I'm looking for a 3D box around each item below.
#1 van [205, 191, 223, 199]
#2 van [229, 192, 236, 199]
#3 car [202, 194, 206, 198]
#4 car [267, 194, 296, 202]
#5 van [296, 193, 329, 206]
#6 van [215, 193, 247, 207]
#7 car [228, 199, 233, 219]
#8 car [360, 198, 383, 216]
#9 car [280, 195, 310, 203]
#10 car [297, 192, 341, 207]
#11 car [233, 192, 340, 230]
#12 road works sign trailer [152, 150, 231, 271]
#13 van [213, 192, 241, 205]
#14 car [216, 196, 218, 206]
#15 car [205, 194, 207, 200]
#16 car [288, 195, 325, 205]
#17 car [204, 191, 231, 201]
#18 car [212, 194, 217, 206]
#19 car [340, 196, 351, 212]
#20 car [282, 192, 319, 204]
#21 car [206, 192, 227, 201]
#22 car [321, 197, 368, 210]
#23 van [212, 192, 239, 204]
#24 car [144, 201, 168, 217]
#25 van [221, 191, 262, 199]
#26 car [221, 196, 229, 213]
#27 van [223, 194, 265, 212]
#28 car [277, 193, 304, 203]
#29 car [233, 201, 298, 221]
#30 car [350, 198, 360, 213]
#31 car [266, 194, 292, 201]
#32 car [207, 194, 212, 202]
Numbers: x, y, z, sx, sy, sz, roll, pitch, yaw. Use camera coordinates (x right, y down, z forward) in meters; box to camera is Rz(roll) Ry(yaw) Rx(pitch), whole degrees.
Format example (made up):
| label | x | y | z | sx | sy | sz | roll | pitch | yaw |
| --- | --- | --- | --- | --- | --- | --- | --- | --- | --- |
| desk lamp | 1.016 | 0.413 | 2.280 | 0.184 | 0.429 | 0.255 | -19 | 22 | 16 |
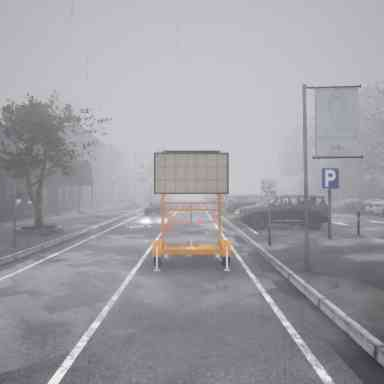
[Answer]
| label | x | y | z | sx | sy | sz | roll | pitch | yaw |
| --- | --- | --- | --- | --- | --- | --- | --- | --- | --- |
| van | 5.362 | 0.807 | 82.252 | 4.442 | 1.987 | 1.878 | 0 | 1 | 0 |
| van | 5.780 | 1.220 | 28.985 | 4.442 | 1.987 | 1.878 | 0 | 0 | 0 |
| car | 5.498 | 0.917 | 68.236 | 5.566 | 2.045 | 2.435 | 0 | 1 | 0 |
| car | 18.420 | 1.162 | 68.682 | 5.366 | 1.575 | 1.946 | 0 | 1 | 0 |
| van | 18.780 | 1.100 | 52.028 | 4.442 | 1.987 | 1.878 | 0 | 1 | 0 |
| van | 5.712 | 1.131 | 48.617 | 4.442 | 1.987 | 1.878 | 0 | 0 | 0 |
| car | 5.497 | 1.453 | 23.378 | 5.366 | 1.575 | 1.946 | 0 | 0 | 0 |
| car | 18.711 | 1.194 | 29.817 | 5.566 | 2.045 | 2.435 | 0 | 0 | 0 |
| car | 18.605 | 1.275 | 60.356 | 4.792 | 1.488 | 2.163 | 0 | 1 | 0 |
| car | 18.701 | 1.101 | 49.251 | 5.566 | 2.045 | 2.435 | 0 | 1 | 0 |
| car | 5.664 | 1.210 | 20.574 | 5.566 | 2.045 | 2.435 | 0 | 0 | 0 |
| road works sign trailer | -0.027 | 0.458 | 10.831 | 2.380 | 3.560 | 2.880 | 0 | 0 | -1 |
| van | 5.692 | 1.078 | 54.221 | 4.442 | 1.987 | 1.878 | 0 | 1 | 0 |
| car | 5.653 | 1.444 | 40.200 | 4.792 | 1.488 | 2.163 | 0 | 0 | 0 |
| car | 5.534 | 1.236 | 65.436 | 4.674 | 1.452 | 2.002 | 0 | 1 | 0 |
| car | 18.839 | 1.296 | 54.805 | 5.366 | 1.575 | 1.946 | 0 | 1 | 0 |
| car | 5.489 | 0.890 | 71.040 | 5.566 | 2.045 | 2.435 | 0 | 1 | 0 |
| car | 5.611 | 1.379 | 45.811 | 4.892 | 1.521 | 2.231 | 0 | 0 | 0 |
| car | 18.715 | 1.433 | 35.370 | 5.008 | 1.535 | 2.097 | 0 | 0 | 0 |
| car | 18.672 | 1.021 | 57.578 | 5.566 | 2.045 | 2.435 | 0 | 1 | 0 |
| car | 5.476 | 0.989 | 73.844 | 4.553 | 1.767 | 2.185 | 0 | 1 | 0 |
| car | 18.672 | 1.443 | 40.919 | 4.792 | 1.488 | 2.163 | 0 | 0 | 0 |
| van | 5.682 | 1.051 | 57.024 | 4.442 | 1.987 | 1.878 | 0 | 1 | 0 |
| car | -3.315 | 1.541 | 31.102 | 1.895 | 1.301 | 4.718 | 0 | 0 | 0 |
| van | 5.527 | 1.209 | 34.594 | 4.442 | 1.987 | 1.878 | 0 | 0 | 0 |
| car | 5.648 | 1.441 | 31.788 | 5.008 | 1.535 | 2.097 | 0 | 0 | 0 |
| van | 5.751 | 1.199 | 37.397 | 4.442 | 1.987 | 1.878 | 0 | 0 | 0 |
| car | 18.655 | 1.093 | 63.131 | 4.553 | 1.767 | 2.185 | 0 | 1 | 0 |
| car | 5.676 | 1.491 | 26.182 | 4.674 | 1.452 | 2.002 | 0 | 0 | 0 |
| car | 18.724 | 1.442 | 32.592 | 4.892 | 1.521 | 2.231 | 0 | 0 | 0 |
| car | 18.601 | 1.140 | 71.459 | 4.892 | 1.521 | 2.231 | 0 | 1 | 0 |
| car | 5.557 | 1.079 | 51.417 | 5.566 | 2.045 | 2.435 | 0 | 1 | 0 |
